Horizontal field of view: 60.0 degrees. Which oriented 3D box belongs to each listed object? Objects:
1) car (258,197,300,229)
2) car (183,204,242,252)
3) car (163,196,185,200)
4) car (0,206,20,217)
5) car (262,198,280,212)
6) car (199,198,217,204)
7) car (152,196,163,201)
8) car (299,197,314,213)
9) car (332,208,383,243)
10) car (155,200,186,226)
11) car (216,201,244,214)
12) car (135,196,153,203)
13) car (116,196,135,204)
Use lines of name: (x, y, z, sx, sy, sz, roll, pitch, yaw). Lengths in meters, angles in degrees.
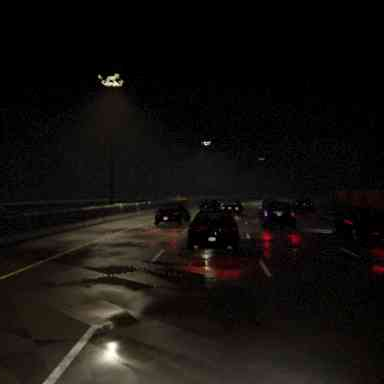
car: (5.534, 1.356, 21.961, 2.097, 1.767, 4.553, 0, 0, 9)
car: (0.945, 1.477, 13.954, 1.882, 1.535, 5.008, 0, 0, 6)
car: (-2.750, 1.465, 58.610, 1.882, 1.535, 5.008, 0, 0, 22)
car: (-12.650, 1.528, 20.097, 2.033, 1.411, 5.357, 0, 0, 7)
car: (9.333, 1.484, 39.161, 1.882, 1.535, 5.008, 0, 0, 16)
car: (2.188, 1.474, 39.584, 1.882, 1.535, 5.008, 0, 0, 15)
car: (-5.075, 1.547, 62.235, 1.994, 1.385, 4.181, 0, 0, 22)
car: (12.459, 1.363, 37.341, 2.097, 1.767, 4.553, 0, 0, 15)
car: (8.205, 1.513, 15.906, 1.837, 1.490, 4.892, 0, 0, 7)
car: (-1.315, 1.520, 23.503, 1.812, 1.442, 4.674, 0, 0, 9)
car: (4.039, 1.548, 32.782, 2.033, 1.411, 5.357, 0, 0, 13)
car: (-8.242, 1.457, 63.745, 1.882, 1.535, 5.008, 0, 0, 22)
car: (-12.245, 1.521, 63.249, 2.033, 1.411, 5.357, 0, 0, 22)
